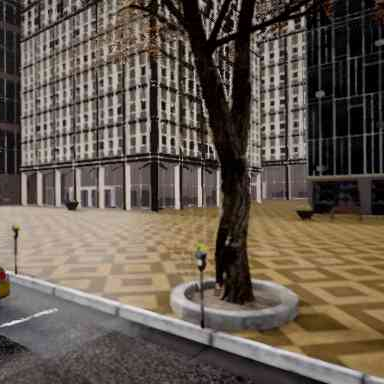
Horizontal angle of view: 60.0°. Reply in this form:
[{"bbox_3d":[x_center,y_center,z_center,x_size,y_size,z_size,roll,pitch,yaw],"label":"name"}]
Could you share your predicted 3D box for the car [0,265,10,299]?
[{"bbox_3d":[-5.620,1.492,6.898,4.829,1.417,1.752,0,-1,36],"label":"car"}]
